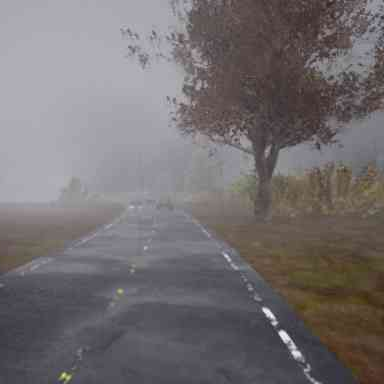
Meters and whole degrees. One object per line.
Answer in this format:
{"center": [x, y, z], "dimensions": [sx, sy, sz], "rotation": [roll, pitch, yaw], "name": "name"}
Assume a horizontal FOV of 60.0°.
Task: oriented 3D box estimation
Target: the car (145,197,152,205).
{"center": [-7.676, 1.596, 62.757], "dimensions": [1.882, 1.535, 5.008], "rotation": [0, 0, -14], "name": "car"}

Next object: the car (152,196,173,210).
{"center": [-3.735, 1.426, 43.753], "dimensions": [2.097, 1.767, 4.553], "rotation": [0, 0, -9], "name": "car"}

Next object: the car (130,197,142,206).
{"center": [-9.923, 1.621, 58.753], "dimensions": [1.837, 1.490, 4.892], "rotation": [0, 0, -12], "name": "car"}
